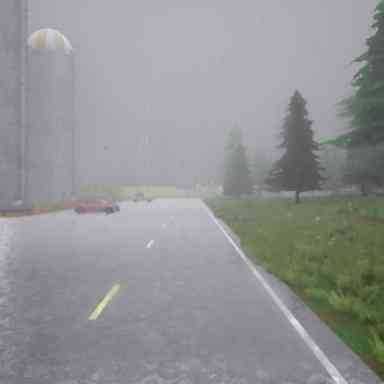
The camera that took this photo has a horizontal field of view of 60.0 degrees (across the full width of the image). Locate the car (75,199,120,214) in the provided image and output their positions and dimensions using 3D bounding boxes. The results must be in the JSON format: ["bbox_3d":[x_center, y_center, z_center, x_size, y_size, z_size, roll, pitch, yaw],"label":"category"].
[{"bbox_3d":[-9.062,1.404,32.094,4.181,1.381,1.994,0,0,-1],"label":"car"}]

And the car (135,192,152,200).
[{"bbox_3d":[-11.908,0.985,81.947,3.866,1.878,1.905,0,0,-31],"label":"car"}]

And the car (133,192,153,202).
[{"bbox_3d":[-9.551,1.187,65.102,3.988,1.617,1.851,0,0,-1],"label":"car"}]
